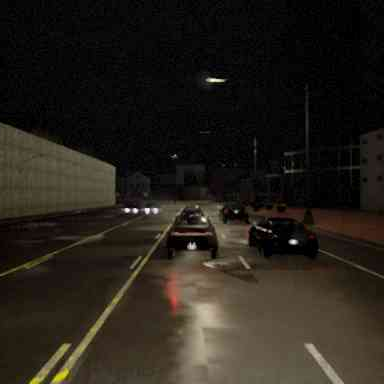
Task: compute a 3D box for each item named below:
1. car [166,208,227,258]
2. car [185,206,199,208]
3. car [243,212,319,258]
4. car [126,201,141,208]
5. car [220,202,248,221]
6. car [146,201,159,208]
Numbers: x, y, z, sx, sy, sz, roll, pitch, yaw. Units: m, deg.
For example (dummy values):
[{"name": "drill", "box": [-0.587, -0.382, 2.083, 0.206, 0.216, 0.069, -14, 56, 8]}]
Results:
[{"name": "car", "box": [0.014, 1.642, 13.481, 2.128, 1.511, 4.902, 0, 0, 0]}, {"name": "car", "box": [0.015, 1.877, 28.471, 1.994, 1.385, 4.181, 0, -1, 0]}, {"name": "car", "box": [3.515, 1.714, 13.492, 1.994, 1.385, 4.181, 0, -1, 0]}, {"name": "car", "box": [-10.522, 2.255, 59.715, 1.895, 1.301, 4.718, 0, -1, 0]}, {"name": "car", "box": [3.512, 1.663, 28.408, 2.097, 1.767, 4.553, 0, -1, 0]}, {"name": "car", "box": [-7.022, 2.255, 59.714, 1.895, 1.301, 4.718, 0, -1, 0]}]
